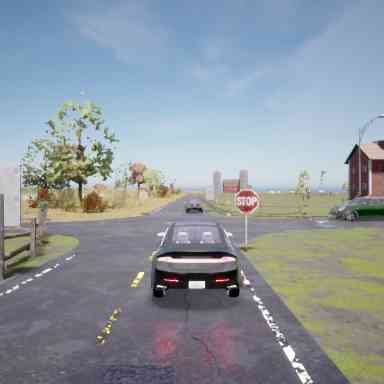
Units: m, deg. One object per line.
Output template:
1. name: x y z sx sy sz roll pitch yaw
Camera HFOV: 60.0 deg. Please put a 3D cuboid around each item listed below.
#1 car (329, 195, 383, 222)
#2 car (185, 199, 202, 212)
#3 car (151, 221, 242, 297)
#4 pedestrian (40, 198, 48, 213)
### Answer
1. car: 12.386 1.139 24.105 4.553 1.767 2.097 -1 0 0
2. car: 0.174 1.544 38.777 2.033 1.411 5.357 0 0 -3
3. car: 0.084 1.490 8.532 2.128 1.511 4.902 0 0 0
4. pedestrian: -12.207 1.413 27.278 0.375 1.860 0.375 0 1 0
